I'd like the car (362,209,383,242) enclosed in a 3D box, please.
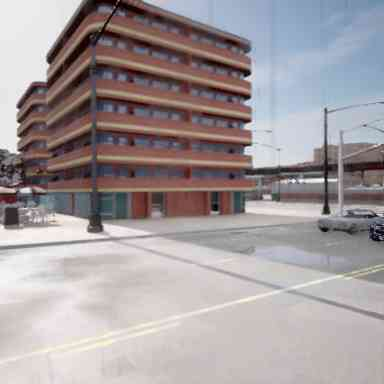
[{"bbox_3d":[10.330,1.430,15.618,4.553,1.767,2.097,0,0,-35],"label":"car"}]

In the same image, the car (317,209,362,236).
[{"bbox_3d":[9.291,1.678,19.172,4.718,1.301,1.895,0,0,-35],"label":"car"}]

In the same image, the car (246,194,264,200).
[{"bbox_3d":[16.460,1.183,84.558,3.806,1.475,1.970,-1,0,-35],"label":"car"}]

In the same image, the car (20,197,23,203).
[{"bbox_3d":[-38.217,1.531,78.449,5.566,2.045,2.150,-1,0,-36],"label":"car"}]
